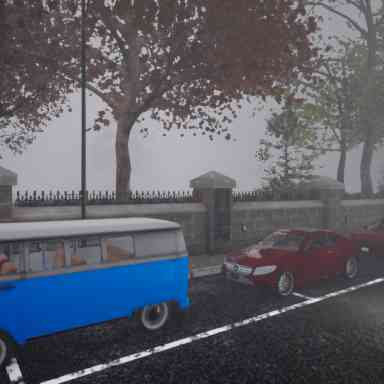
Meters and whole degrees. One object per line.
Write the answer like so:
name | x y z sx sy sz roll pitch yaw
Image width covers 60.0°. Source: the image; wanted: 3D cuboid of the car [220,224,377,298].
car | 2.641 1.582 8.426 4.206 1.307 1.802 0 0 -35

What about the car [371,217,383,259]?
car | 7.232 1.546 11.686 4.507 1.381 1.887 0 0 -35

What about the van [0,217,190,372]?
van | -1.950 1.341 5.166 3.998 1.788 1.690 0 0 -35
